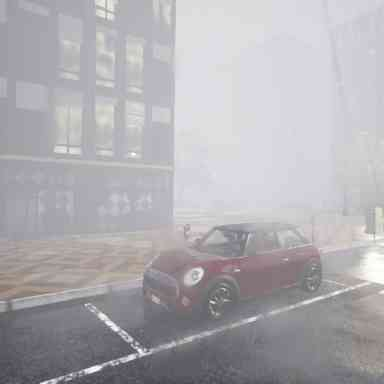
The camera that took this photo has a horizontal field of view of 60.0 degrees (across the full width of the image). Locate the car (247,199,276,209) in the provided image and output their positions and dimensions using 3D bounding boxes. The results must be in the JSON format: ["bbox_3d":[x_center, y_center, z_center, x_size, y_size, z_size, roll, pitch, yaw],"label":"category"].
[{"bbox_3d":[11.164,1.799,51.509,1.887,1.381,4.507,1,-1,-35],"label":"car"}]

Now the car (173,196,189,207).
[{"bbox_3d":[-2.238,1.733,55.910,1.887,1.381,4.507,1,-1,-35],"label":"car"}]

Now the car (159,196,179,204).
[{"bbox_3d":[-5.249,1.724,74.631,2.192,1.841,5.009,1,-1,-35],"label":"car"}]

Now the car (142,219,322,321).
[{"bbox_3d":[0.960,1.442,7.241,4.097,1.590,1.967,0,1,-36],"label":"car"}]

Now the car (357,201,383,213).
[{"bbox_3d":[21.011,1.730,37.637,1.947,1.339,4.313,1,-1,-35],"label":"car"}]

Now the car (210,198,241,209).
[{"bbox_3d":[4.327,1.677,46.662,2.008,1.369,4.403,1,-1,-35],"label":"car"}]

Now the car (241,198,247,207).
[{"bbox_3d":[7.881,1.725,56.133,1.967,1.590,4.097,1,-1,-35],"label":"car"}]

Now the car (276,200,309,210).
[{"bbox_3d":[14.445,1.806,46.884,1.802,1.307,4.206,1,-1,-35],"label":"car"}]
